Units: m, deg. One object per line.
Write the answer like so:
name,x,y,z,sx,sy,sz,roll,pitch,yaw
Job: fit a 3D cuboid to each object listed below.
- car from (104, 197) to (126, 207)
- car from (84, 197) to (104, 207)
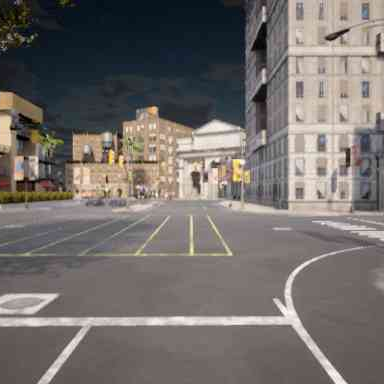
car,-11.582,1.549,51.714,2.033,1.411,5.357,0,0,0
car,-15.082,1.549,51.704,2.033,1.411,5.357,0,0,0
